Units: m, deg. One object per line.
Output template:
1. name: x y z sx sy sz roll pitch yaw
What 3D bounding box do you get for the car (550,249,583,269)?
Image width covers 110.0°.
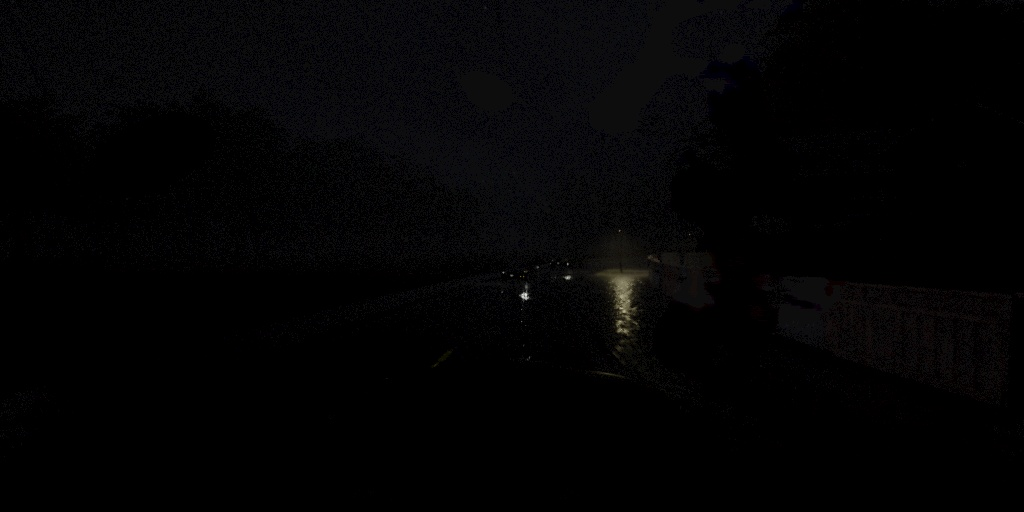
1. car: 5.969 0.275 38.630 2.150 2.045 5.566 1 2 28

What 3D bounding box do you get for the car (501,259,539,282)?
1. car: 0.671 1.017 26.040 1.837 1.490 4.892 0 1 17
